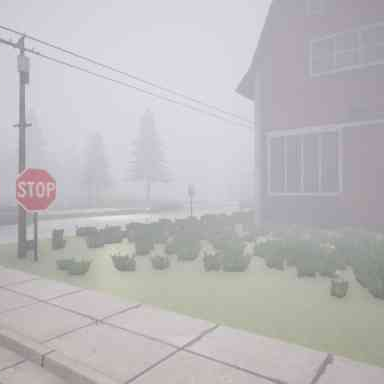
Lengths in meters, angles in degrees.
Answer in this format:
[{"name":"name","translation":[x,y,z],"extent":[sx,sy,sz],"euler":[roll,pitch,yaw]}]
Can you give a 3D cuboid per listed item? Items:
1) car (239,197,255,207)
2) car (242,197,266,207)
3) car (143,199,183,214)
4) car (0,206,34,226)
[{"name":"car","translation":[7.672,1.510,42.344],"extent":[1.837,1.490,4.892],"euler":[0,0,37]},{"name":"car","translation":[9.594,1.538,51.009],"extent":[1.812,1.442,4.674],"euler":[0,0,37]},{"name":"car","translation":[-2.886,1.498,34.258],"extent":[2.128,1.511,4.902],"euler":[0,0,36]},{"name":"car","translation":[-12.393,1.571,21.381],"extent":[1.994,1.385,4.181],"euler":[0,0,36]}]
